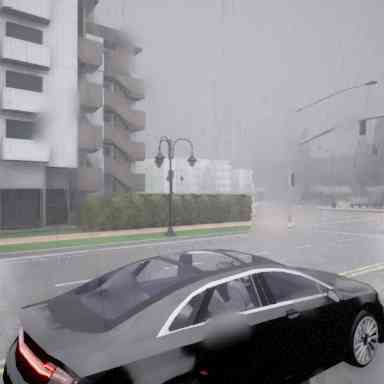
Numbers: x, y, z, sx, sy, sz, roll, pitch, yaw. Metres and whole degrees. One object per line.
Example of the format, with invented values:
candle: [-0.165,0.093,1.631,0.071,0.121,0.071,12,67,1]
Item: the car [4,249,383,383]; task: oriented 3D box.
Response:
car: [0.498,1.491,4.112,4.902,1.511,2.128,0,0,-35]
